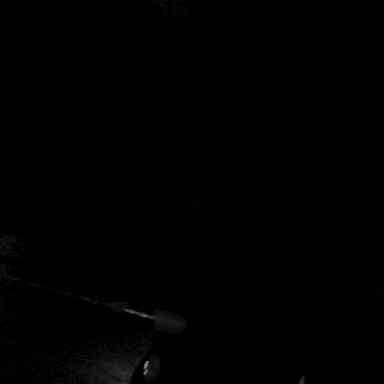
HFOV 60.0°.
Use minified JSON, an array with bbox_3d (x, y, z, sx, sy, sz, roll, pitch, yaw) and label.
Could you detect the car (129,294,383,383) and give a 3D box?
[{"bbox_3d":[1.455,1.566,2.524,4.181,1.385,1.994,-1,0,36],"label":"car"}]
